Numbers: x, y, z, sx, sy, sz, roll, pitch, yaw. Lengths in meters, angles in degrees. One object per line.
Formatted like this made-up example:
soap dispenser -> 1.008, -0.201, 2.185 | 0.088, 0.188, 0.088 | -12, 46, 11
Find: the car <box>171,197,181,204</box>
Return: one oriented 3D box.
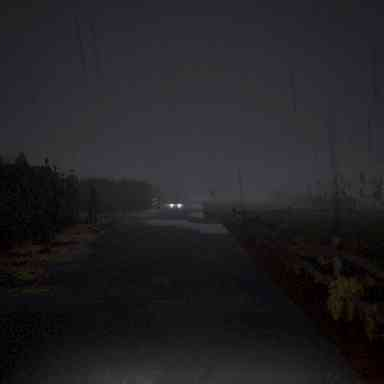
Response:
car -> -3.100, 1.525, 63.926 | 1.895, 1.301, 4.718 | 0, 0, 0
